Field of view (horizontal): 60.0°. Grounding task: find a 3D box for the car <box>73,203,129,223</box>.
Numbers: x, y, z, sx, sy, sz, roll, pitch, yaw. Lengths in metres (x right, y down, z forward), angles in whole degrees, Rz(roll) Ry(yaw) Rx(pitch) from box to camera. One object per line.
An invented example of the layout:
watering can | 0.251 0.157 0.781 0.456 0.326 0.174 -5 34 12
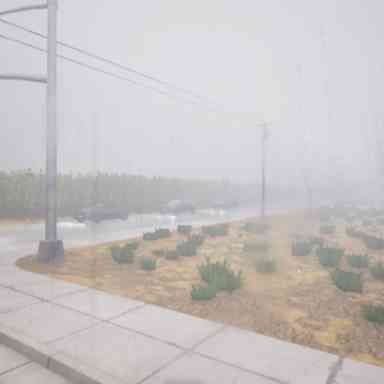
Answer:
car | -6.599 1.472 24.484 1.994 1.385 4.181 0 0 33

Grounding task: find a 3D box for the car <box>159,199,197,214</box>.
car | -1.266 1.431 32.825 1.812 1.442 4.674 0 0 32

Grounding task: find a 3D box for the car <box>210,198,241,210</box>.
car | 4.334 1.451 41.625 2.033 1.411 5.357 0 0 33
